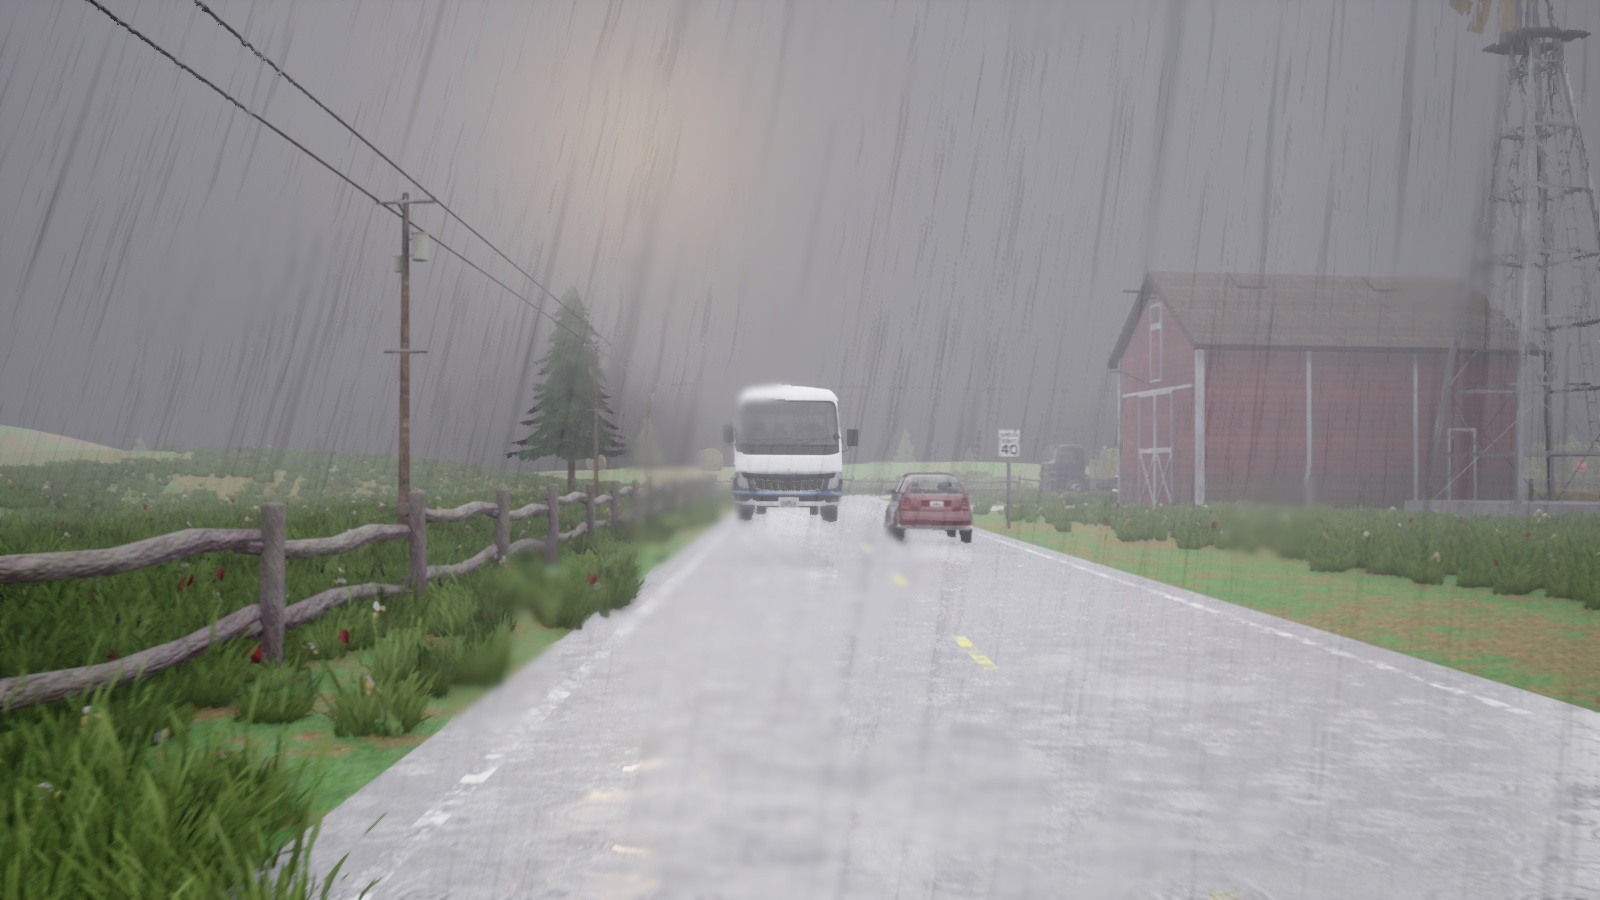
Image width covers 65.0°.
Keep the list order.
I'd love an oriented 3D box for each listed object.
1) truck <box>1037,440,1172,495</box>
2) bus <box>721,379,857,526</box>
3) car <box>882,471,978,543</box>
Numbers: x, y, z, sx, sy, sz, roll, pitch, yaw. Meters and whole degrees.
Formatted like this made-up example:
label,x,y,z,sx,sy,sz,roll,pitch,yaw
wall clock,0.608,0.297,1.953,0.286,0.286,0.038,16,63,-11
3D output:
label,x,y,z,sx,sy,sz,roll,pitch,yaw
truck,19.652,1.138,81.236,7.936,3.462,2.891,0,-1,-6
bus,-0.375,0.149,41.627,3.944,4.253,10.273,0,-1,-1
car,2.948,1.278,29.134,1.789,1.549,3.705,0,-1,-1
